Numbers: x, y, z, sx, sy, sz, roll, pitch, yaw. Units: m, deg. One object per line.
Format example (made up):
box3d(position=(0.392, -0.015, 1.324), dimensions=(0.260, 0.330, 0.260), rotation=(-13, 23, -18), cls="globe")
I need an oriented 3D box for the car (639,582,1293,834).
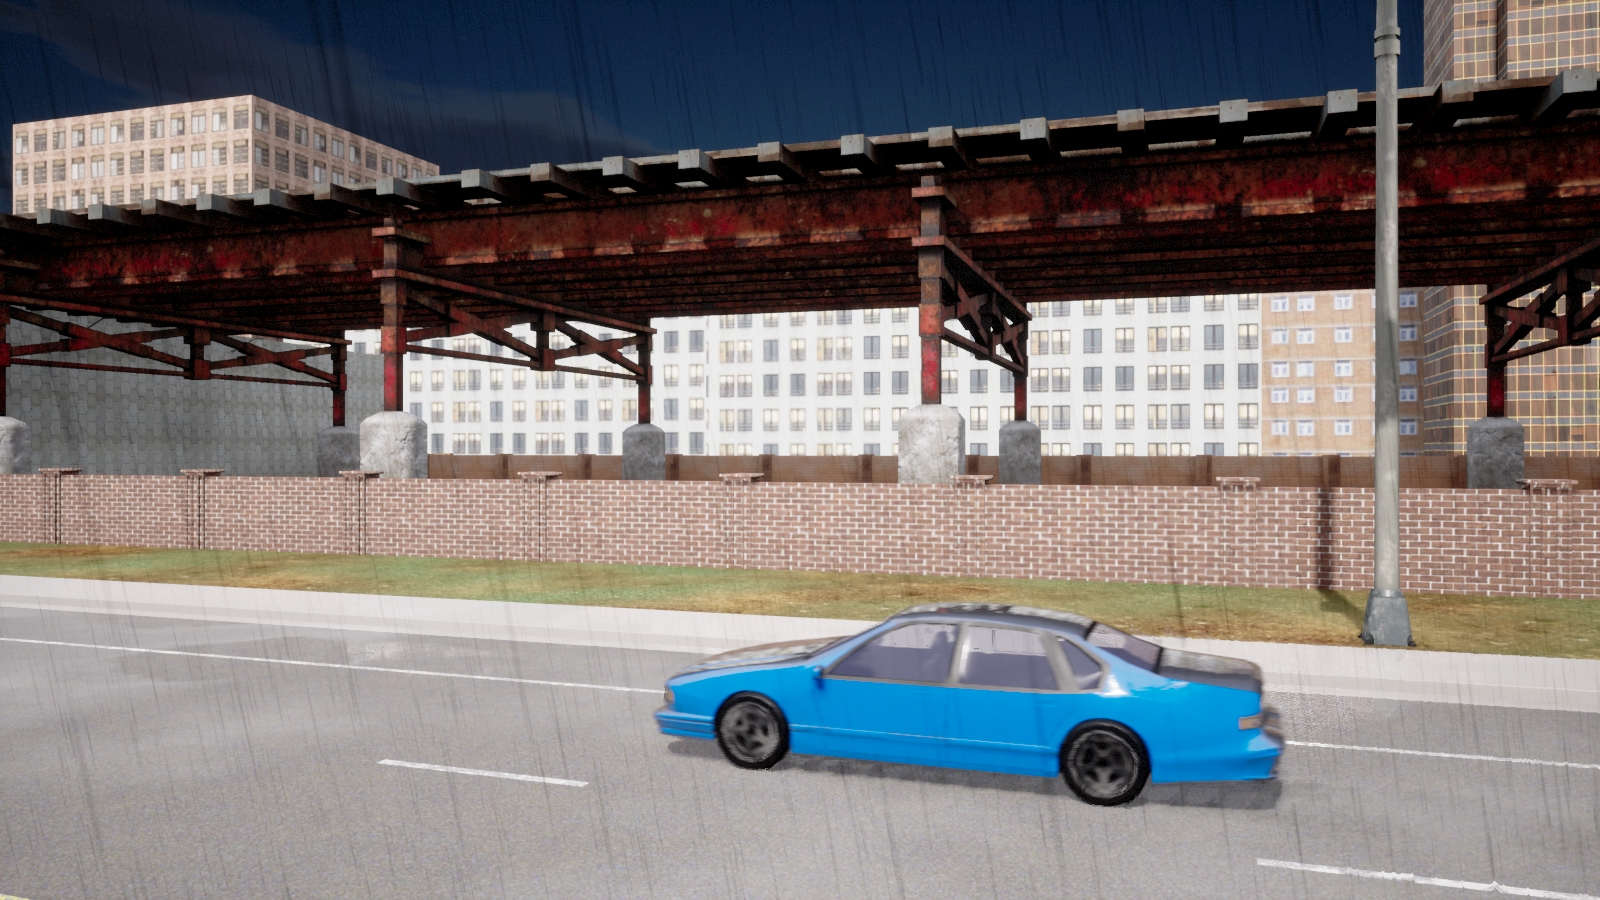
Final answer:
box3d(position=(1.432, 2.106, 10.225), dimensions=(5.357, 1.411, 2.033), rotation=(0, 0, 20), cls="car")
